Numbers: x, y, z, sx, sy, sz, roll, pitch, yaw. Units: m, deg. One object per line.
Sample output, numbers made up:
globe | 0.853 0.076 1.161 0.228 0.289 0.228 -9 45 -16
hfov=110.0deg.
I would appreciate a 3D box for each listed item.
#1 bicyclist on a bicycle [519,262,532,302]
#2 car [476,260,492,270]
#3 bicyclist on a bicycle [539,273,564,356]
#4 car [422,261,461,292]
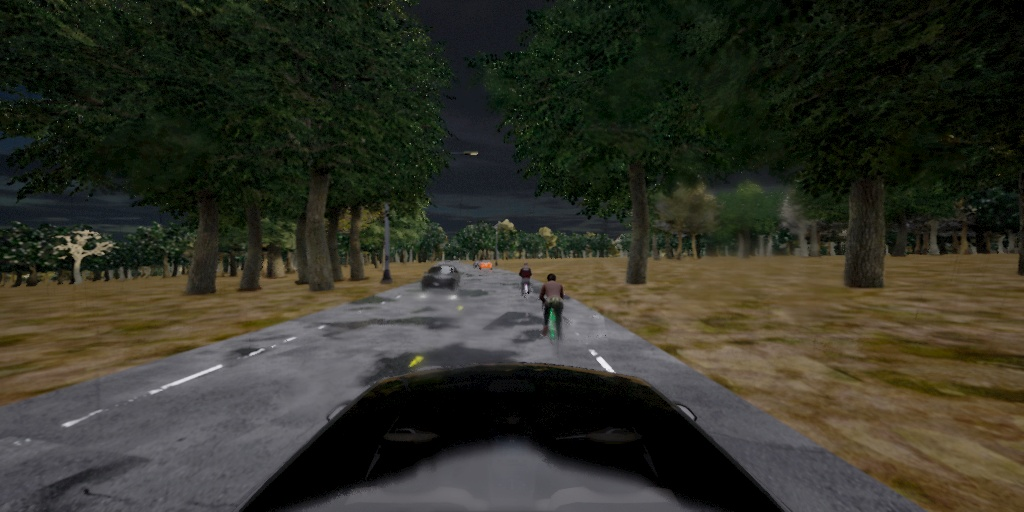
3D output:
bicyclist on a bicycle | 0.614 1.153 16.440 0.659 1.776 1.843 0 0 -2
car | -4.522 1.406 60.457 2.097 1.767 4.553 0 -1 -7
bicyclist on a bicycle | 0.873 1.210 7.731 0.582 1.620 1.656 0 0 -1
car | -4.227 1.283 21.966 1.882 1.535 5.008 0 0 -3
